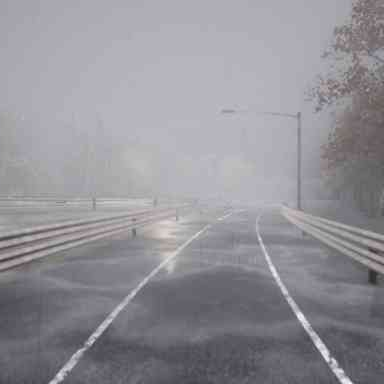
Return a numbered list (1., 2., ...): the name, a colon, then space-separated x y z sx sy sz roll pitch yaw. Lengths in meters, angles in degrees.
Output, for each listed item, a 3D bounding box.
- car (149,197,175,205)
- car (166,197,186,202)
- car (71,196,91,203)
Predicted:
1. car: -5.801 1.762 65.089 2.033 1.411 5.357 0 -1 32
2. car: -2.342 1.629 57.461 1.812 1.442 4.674 0 -1 32
3. car: -13.091 1.173 40.558 1.812 1.442 4.674 0 -1 33
